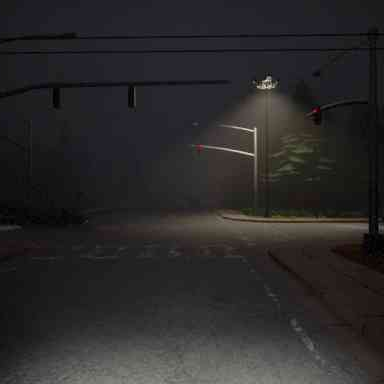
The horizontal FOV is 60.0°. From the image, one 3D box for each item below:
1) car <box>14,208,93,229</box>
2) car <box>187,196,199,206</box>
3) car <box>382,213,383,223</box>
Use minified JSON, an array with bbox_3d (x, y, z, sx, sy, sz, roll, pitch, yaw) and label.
[{"bbox_3d":[-9.283,1.724,22.429,4.718,1.301,1.895,0,0,1],"label":"car"},{"bbox_3d":[0.210,1.496,57.716,2.097,1.767,4.553,0,0,1],"label":"car"},{"bbox_3d":[15.126,1.359,21.985,4.553,1.767,2.097,0,0,1],"label":"car"}]
